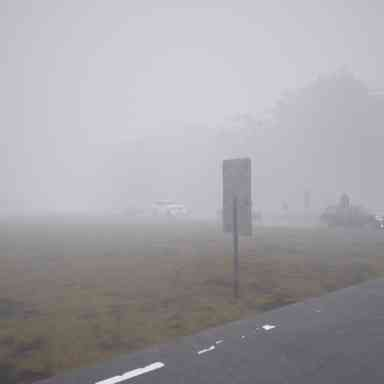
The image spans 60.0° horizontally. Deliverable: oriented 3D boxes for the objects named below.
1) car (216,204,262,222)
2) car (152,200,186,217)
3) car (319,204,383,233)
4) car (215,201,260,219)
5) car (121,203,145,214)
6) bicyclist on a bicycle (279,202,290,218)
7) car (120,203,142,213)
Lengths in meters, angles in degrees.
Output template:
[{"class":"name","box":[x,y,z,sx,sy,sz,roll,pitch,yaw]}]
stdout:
[{"class":"car","box":[4.320,1.952,31.002,1.882,1.535,5.008,-1,-1,-35]},{"class":"car","box":[-2.962,2.001,41.306,2.150,2.045,5.566,-1,-1,-35]},{"class":"car","box":[10.709,1.576,21.711,2.097,1.767,4.553,-1,-1,-34]},{"class":"car","box":[4.772,1.867,35.465,2.097,1.767,4.553,-1,-1,-35]},{"class":"car","box":[-8.787,2.536,49.618,1.837,1.490,4.892,-1,-1,-35]},{"class":"bicyclist on a bicycle","box":[9.482,1.857,34.042,1.656,1.620,0.582,0,-1,-35]},{"class":"car","box":[-10.546,2.652,57.099,1.882,1.535,5.008,-1,-1,-35]}]
